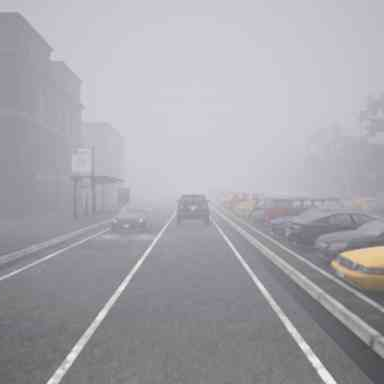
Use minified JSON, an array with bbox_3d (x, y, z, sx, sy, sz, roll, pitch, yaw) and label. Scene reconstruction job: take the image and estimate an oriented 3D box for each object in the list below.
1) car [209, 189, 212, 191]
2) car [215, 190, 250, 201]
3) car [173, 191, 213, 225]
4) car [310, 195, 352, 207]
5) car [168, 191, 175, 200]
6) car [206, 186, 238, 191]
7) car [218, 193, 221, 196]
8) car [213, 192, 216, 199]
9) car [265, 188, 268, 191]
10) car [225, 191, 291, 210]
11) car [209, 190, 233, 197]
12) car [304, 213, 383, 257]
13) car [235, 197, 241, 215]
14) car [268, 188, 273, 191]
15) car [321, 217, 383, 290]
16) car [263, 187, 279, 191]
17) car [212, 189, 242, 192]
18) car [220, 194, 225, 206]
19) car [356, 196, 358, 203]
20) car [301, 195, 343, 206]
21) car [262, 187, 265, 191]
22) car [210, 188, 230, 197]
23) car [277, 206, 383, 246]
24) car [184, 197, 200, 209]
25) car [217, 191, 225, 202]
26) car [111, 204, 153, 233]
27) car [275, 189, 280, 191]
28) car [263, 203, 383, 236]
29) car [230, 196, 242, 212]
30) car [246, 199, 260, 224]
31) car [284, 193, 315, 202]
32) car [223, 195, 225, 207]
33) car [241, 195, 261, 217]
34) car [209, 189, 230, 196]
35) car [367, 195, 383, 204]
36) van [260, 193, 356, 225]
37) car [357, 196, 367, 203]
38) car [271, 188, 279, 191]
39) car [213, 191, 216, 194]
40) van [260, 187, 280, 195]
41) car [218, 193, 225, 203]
[{"bbox_3d":[6.433,0.628,68.767,4.892,1.521,2.231,0,2,0],"label":"car"},{"bbox_3d":[6.410,1.034,52.049,4.553,1.767,2.185,0,1,0],"label":"car"},{"bbox_3d":[0.065,1.134,23.319,2.150,2.045,5.566,0,0,0],"label":"car"},{"bbox_3d":[19.445,1.263,46.607,5.008,1.535,2.097,0,1,0],"label":"car"},{"bbox_3d":[-3.473,0.647,64.882,2.097,1.767,4.553,0,2,0],"label":"car"},{"bbox_3d":[6.478,0.252,71.542,5.566,2.045,2.435,0,3,0],"label":"car"},{"bbox_3d":[6.361,1.306,46.485,4.674,1.452,2.002,0,1,0],"label":"car"},{"bbox_3d":[6.418,1.122,54.839,4.792,1.488,2.163,0,1,0],"label":"car"},{"bbox_3d":[19.568,0.396,74.360,4.792,1.488,2.163,0,3,0],"label":"car"},{"bbox_3d":[6.337,1.142,32.550,5.566,2.045,2.435,0,0,0],"label":"car"},{"bbox_3d":[6.454,0.369,74.344,5.008,1.535,2.097,0,3,0],"label":"car"},{"bbox_3d":[6.230,1.525,10.284,4.674,1.452,2.002,0,0,0],"label":"car"},{"bbox_3d":[6.474,1.414,26.984,5.366,1.575,1.946,0,0,0],"label":"car"},{"bbox_3d":[19.715,0.497,71.569,5.366,1.575,1.946,0,3,0],"label":"car"},{"bbox_3d":[6.032,1.491,7.502,5.366,1.575,1.946,0,0,0],"label":"car"},{"bbox_3d":[19.553,0.257,77.269,4.674,1.452,2.002,0,3,0],"label":"car"},{"bbox_3d":[6.378,0.809,60.408,4.553,1.767,2.185,0,2,0],"label":"car"},{"bbox_3d":[6.333,1.340,40.907,5.008,1.535,2.097,0,1,0],"label":"car"},{"bbox_3d":[19.394,1.380,35.452,5.008,1.535,2.097,0,0,0],"label":"car"},{"bbox_3d":[19.264,1.211,49.397,5.366,1.575,1.946,0,1,0],"label":"car"},{"bbox_3d":[19.563,0.106,80.050,4.674,1.452,2.002,0,3,0],"label":"car"},{"bbox_3d":[6.501,0.101,77.113,4.553,1.767,2.185,0,3,0],"label":"car"},{"bbox_3d":[6.232,1.474,13.068,5.008,1.535,2.097,0,0,0],"label":"car"},{"bbox_3d":[-0.001,1.352,41.555,1.994,1.385,4.181,0,1,0],"label":"car"},{"bbox_3d":[6.400,1.091,49.269,4.553,1.767,2.185,0,1,0],"label":"car"},{"bbox_3d":[-3.376,1.454,19.457,1.812,1.442,4.674,0,0,0],"label":"car"},{"bbox_3d":[19.481,0.763,66.125,4.792,1.488,2.163,0,2,0],"label":"car"},{"bbox_3d":[6.253,1.463,15.851,5.008,1.535,2.097,0,0,0],"label":"car"},{"bbox_3d":[6.293,1.405,29.768,5.008,1.535,2.097,0,0,0],"label":"car"},{"bbox_3d":[6.274,1.442,21.418,4.892,1.521,2.231,0,0,0],"label":"car"},{"bbox_3d":[19.484,0.928,60.546,5.008,1.535,2.097,0,2,0],"label":"car"},{"bbox_3d":[6.299,1.394,38.120,4.792,1.488,2.163,0,0,0],"label":"car"},{"bbox_3d":[6.247,1.303,24.326,4.553,1.767,2.185,0,0,0],"label":"car"},{"bbox_3d":[6.509,0.106,79.904,4.792,1.488,2.163,0,3,0],"label":"car"},{"bbox_3d":[19.350,1.154,29.758,5.566,2.045,2.435,0,0,0],"label":"car"},{"bbox_3d":[6.375,1.227,18.633,4.442,1.987,1.878,0,0,0],"label":"van"},{"bbox_3d":[19.574,1.390,32.543,5.366,1.575,1.946,0,0,0],"label":"car"},{"bbox_3d":[19.705,0.622,68.776,5.366,1.575,1.946,0,3,0],"label":"car"},{"bbox_3d":[6.370,1.047,57.626,4.792,1.488,2.163,0,2,0],"label":"car"},{"bbox_3d":[19.443,-0.302,82.706,4.442,1.987,1.878,-1,3,0],"label":"van"},{"bbox_3d":[6.343,1.307,43.696,5.008,1.535,2.097,0,1,0],"label":"car"}]
